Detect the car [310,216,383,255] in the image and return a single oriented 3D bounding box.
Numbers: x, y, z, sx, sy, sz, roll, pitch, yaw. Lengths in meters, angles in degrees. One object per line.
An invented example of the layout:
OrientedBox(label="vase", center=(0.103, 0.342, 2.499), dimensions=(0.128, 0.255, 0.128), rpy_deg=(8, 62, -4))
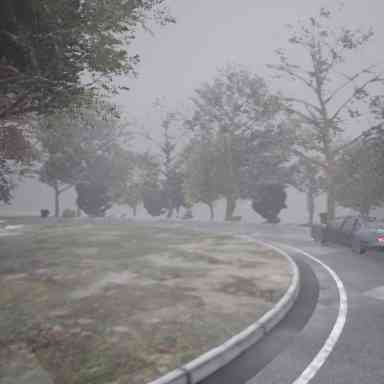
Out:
OrientedBox(label="car", center=(7.069, 1.735, 14.240), dimensions=(2.033, 1.411, 5.357), rpy_deg=(0, -1, -6))
